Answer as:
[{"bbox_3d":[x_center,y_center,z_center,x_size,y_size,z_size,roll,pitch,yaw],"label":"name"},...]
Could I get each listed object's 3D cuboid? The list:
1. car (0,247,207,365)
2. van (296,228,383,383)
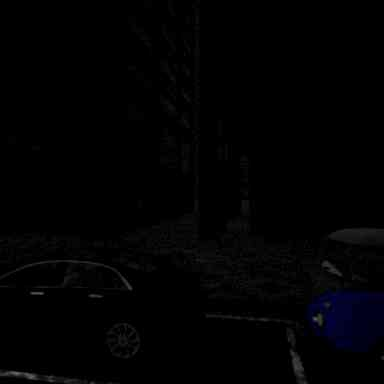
[{"bbox_3d":[-1.973,1.598,5.404,4.403,1.369,2.008,0,0,11],"label":"car"},{"bbox_3d":[3.560,1.400,4.326,3.998,1.788,1.690,0,0,11],"label":"van"}]
